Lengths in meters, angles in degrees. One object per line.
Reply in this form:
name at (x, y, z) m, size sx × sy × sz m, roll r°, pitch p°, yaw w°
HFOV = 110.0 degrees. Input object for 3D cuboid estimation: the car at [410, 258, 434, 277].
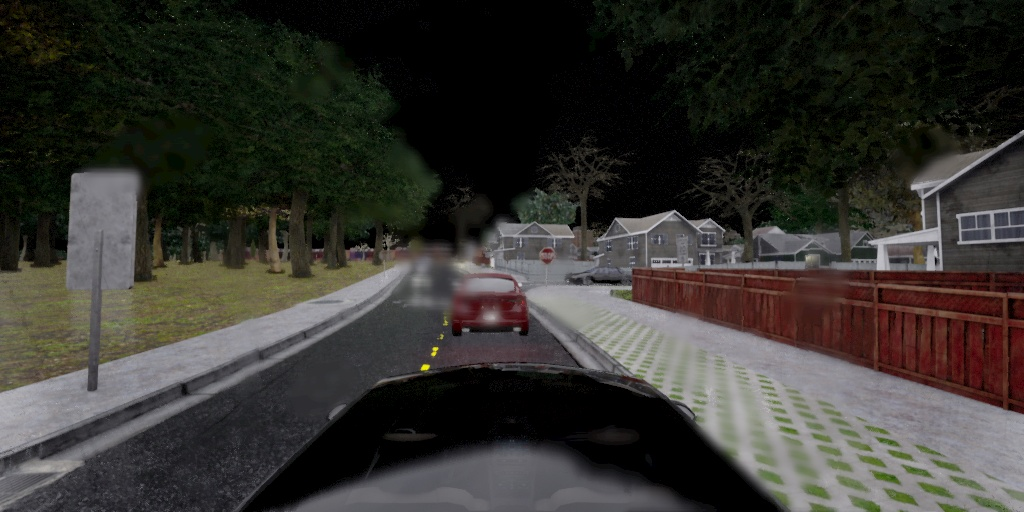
car at (-8.425, 1.101, 33.575) m, size 2.128 × 1.511 × 4.902 m, roll 1°, pitch 0°, yaw -13°

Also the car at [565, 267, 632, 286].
car at (6.714, 1.493, 26.600) m, size 5.357 × 1.411 × 2.033 m, roll 1°, pitch -3°, yaw -13°

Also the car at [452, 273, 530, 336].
car at (-0.665, 1.226, 10.458) m, size 1.882 × 1.535 × 5.008 m, roll 0°, pitch 0°, yaw -5°

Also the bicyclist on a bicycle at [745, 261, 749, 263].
bicyclist on a bicycle at (14.919, 1.127, 22.496) m, size 0.582 × 1.620 × 1.656 m, roll 1°, pitch -3°, yaw -13°

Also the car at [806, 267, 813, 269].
car at (21.854, 1.589, 27.073) m, size 4.892 × 1.490 × 1.837 m, roll 1°, pitch -3°, yaw -13°
